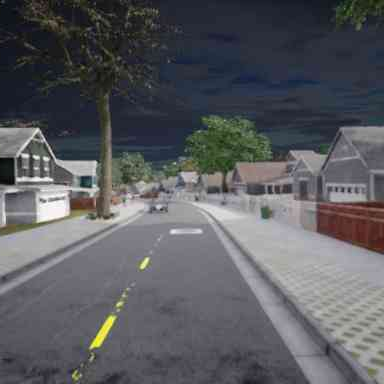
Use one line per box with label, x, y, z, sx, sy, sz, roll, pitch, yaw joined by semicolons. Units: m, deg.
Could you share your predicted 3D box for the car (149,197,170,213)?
car;-3.376;1.309;34.513;2.128;1.511;4.902;-1;0;-4
